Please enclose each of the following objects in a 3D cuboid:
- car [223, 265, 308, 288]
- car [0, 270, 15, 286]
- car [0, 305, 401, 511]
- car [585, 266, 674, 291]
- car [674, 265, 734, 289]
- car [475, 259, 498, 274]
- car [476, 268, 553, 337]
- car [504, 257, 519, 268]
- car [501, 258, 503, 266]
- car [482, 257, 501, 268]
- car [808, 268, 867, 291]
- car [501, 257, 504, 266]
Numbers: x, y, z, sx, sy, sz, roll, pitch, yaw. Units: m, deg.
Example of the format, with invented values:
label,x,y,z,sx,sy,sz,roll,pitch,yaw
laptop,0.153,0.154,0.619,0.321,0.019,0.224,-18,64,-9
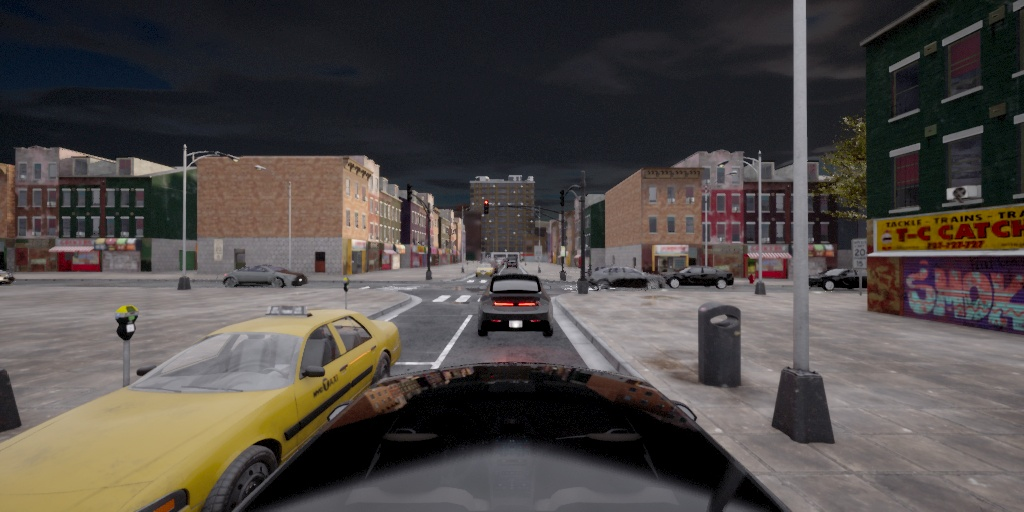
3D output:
label,x,y,z,sx,sy,sz,roll,pitch,yaw
car,-14.504,1.219,21.203,4.181,1.385,1.994,1,0,0
car,-32.447,1.070,21.092,4.674,1.442,1.812,0,0,0
car,-2.641,1.276,3.959,1.751,1.417,4.829,0,0,0
car,6.590,1.320,21.340,4.902,1.511,2.128,1,0,0
car,12.255,1.393,24.326,5.008,1.535,1.882,1,0,0
car,-2.684,1.302,35.916,1.751,1.417,4.829,0,0,0
car,0.084,1.257,10.342,1.837,1.490,4.892,0,0,0
car,0.021,1.327,58.830,1.837,1.490,4.892,0,0,0
car,-2.707,1.357,52.417,2.007,1.370,4.403,0,0,0
car,-2.692,1.100,41.529,2.192,1.841,5.009,0,0,0
car,22.384,1.546,24.389,5.008,1.535,1.882,1,0,-1
car,-2.721,1.358,63.134,1.751,1.417,4.829,0,0,0
